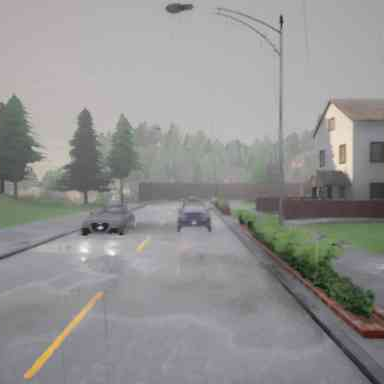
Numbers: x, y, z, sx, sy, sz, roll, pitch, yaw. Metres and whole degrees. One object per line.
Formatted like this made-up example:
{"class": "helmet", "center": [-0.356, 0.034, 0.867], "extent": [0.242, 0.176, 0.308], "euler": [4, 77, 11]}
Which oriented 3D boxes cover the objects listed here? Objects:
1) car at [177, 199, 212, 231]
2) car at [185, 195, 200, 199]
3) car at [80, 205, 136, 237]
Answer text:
{"class": "car", "center": [0.105, 1.322, 18.714], "extent": [1.812, 1.442, 4.674], "euler": [0, 1, 0]}
{"class": "car", "center": [0.061, 1.106, 35.555], "extent": [2.128, 1.511, 4.902], "euler": [0, 1, 1]}
{"class": "car", "center": [-4.087, 1.381, 16.783], "extent": [1.994, 1.385, 4.181], "euler": [0, 1, 0]}
